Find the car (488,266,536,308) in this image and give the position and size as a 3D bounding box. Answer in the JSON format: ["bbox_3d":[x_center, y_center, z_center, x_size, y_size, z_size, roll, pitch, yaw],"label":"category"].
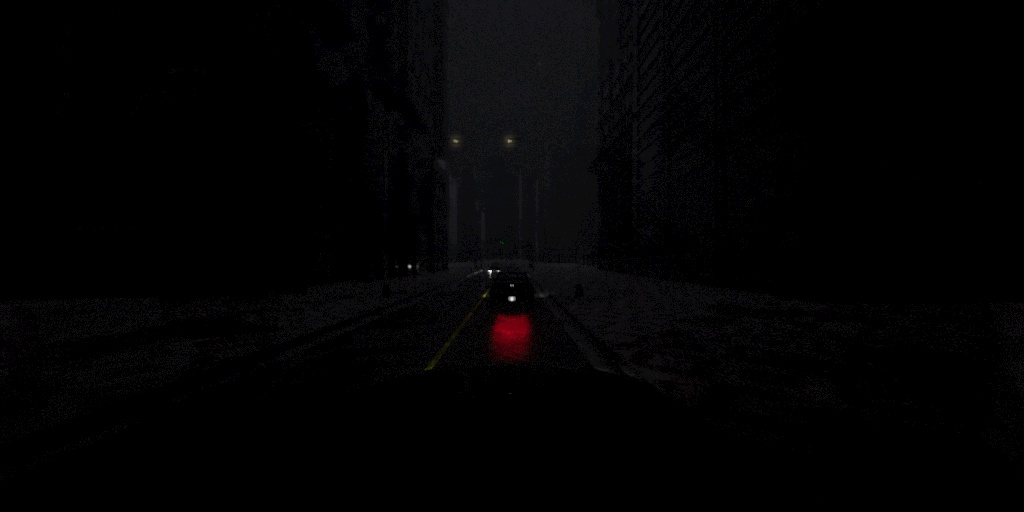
[{"bbox_3d":[0.002,1.392,16.147,1.837,1.490,4.892,0,0,0],"label":"car"}]

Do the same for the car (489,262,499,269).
[{"bbox_3d":[-3.020,1.812,64.273,1.837,1.490,4.892,0,-1,0],"label":"car"}]

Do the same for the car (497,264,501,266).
[{"bbox_3d":[-0.006,1.569,30.835,2.033,1.411,5.357,0,0,0],"label":"car"}]
